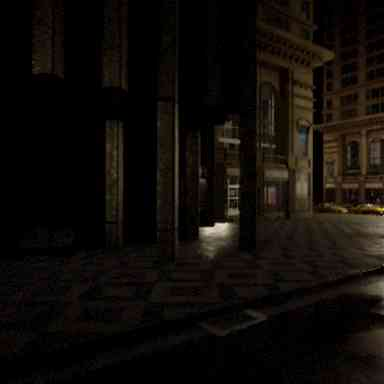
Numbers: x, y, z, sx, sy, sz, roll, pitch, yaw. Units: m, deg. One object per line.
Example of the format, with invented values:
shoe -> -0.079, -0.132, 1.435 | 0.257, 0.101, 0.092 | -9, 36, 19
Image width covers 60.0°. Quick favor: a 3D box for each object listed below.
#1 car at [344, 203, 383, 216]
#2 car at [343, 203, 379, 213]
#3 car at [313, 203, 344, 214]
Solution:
car -> 21.256, 2.118, 39.600 | 1.752, 1.417, 4.829 | -1, 0, -35
car -> 24.906, 2.278, 49.195 | 1.947, 1.339, 4.313 | -1, 0, -35
car -> 18.053, 2.192, 44.120 | 1.752, 1.417, 4.829 | -1, 0, -35
